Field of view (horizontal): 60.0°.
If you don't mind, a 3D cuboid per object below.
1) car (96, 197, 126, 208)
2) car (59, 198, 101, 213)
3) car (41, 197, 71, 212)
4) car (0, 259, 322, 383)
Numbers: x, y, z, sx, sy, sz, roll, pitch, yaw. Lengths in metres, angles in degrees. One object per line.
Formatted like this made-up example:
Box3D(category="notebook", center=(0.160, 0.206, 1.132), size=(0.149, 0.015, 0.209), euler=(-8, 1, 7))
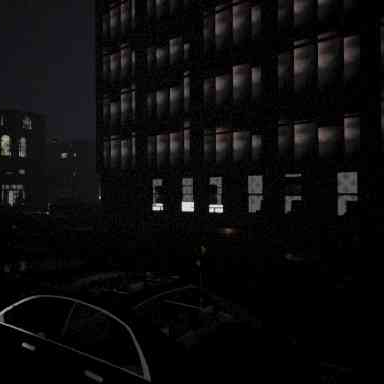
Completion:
Box3D(category="car", center=(-12.395, 1.643, 51.182), size=(1.967, 1.590, 4.097), euler=(-1, -1, 36))
Box3D(category="car", center=(-12.177, 1.683, 37.276), size=(1.802, 1.307, 4.206), euler=(-1, -1, 36))
Box3D(category="car", center=(-16.374, 1.489, 41.397), size=(2.097, 1.767, 4.553), euler=(0, -1, 37))
Box3D(category="car", center=(-0.961, 1.551, 3.562), size=(4.403, 1.369, 2.008), euler=(0, 0, 35))
